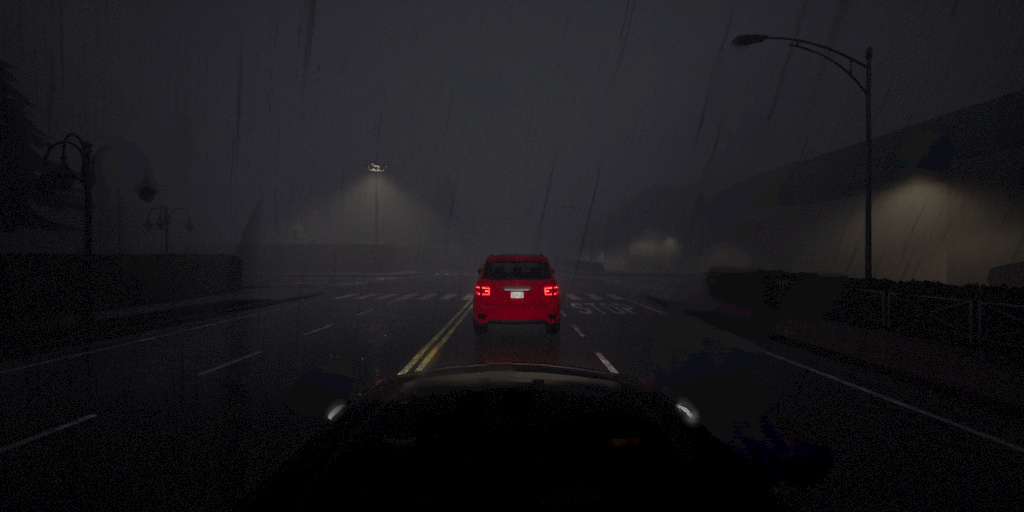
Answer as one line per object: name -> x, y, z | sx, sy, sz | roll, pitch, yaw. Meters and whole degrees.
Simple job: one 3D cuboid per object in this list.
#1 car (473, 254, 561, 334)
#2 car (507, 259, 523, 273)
car -> 0.122, 0.971, 10.760 | 2.150, 2.045, 5.566 | 0, 0, 0
car -> 0.361, 1.224, 45.613 | 1.882, 1.535, 5.008 | 0, 0, 1
